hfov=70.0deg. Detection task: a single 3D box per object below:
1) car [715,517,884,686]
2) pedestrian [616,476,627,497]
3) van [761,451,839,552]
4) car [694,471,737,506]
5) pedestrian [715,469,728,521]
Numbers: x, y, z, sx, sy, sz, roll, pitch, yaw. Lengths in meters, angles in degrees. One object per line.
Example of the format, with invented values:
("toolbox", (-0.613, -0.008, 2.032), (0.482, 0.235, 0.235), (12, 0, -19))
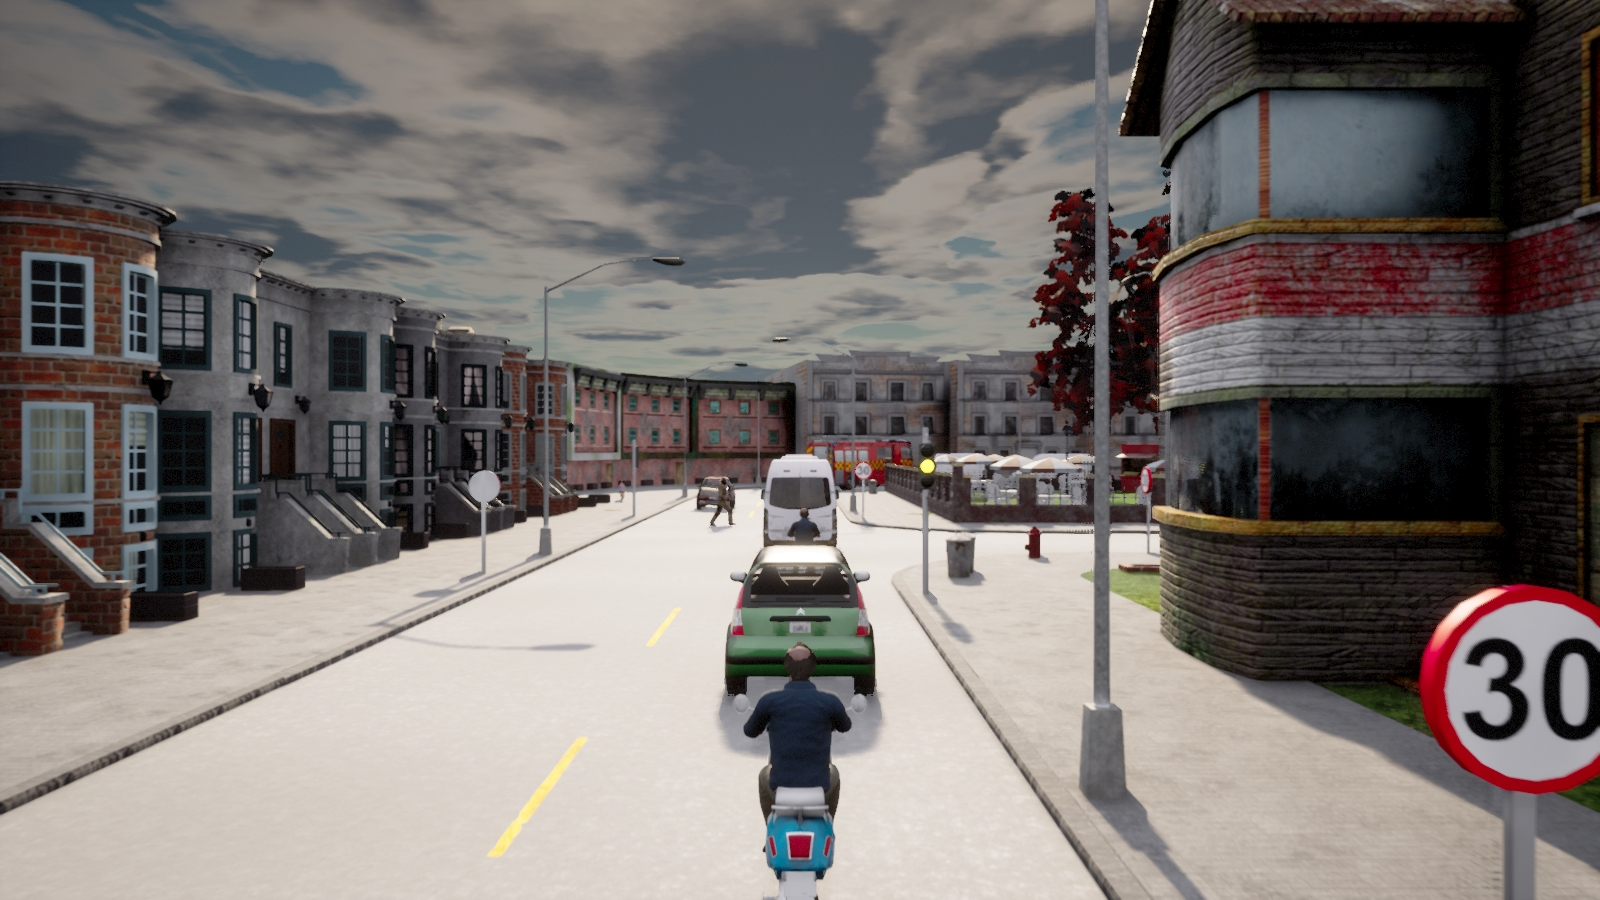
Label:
("car", (-0.002, 1.779, 14.504), (1.851, 1.617, 3.988), (0, 0, 0))
("pedestrian", (-9.310, 1.904, 59.672), (0.500, 1.100, 0.500), (0, 0, -16))
("van", (-0.005, 1.314, 32.158), (1.988, 2.561, 5.915), (0, 0, 0))
("car", (-4.013, 1.805, 54.699), (1.789, 1.549, 3.705), (0, 0, 0))
("pedestrian", (-2.856, 1.627, 41.415), (0.375, 1.860, 0.375), (0, 0, 14))
